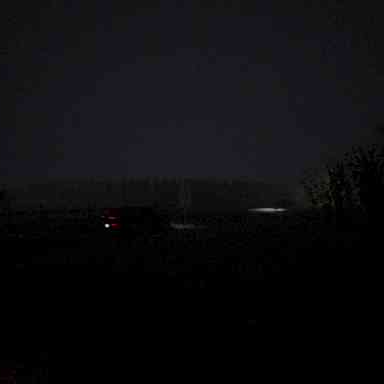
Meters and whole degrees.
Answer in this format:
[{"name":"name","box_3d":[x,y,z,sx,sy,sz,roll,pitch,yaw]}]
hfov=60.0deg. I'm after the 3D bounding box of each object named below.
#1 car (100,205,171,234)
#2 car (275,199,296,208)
[{"name":"car","box_3d":[-3.220,1.564,20.001,1.837,1.490,4.892,1,1,35]},{"name":"car","box_3d":[14.084,1.721,50.010,1.895,1.301,4.718,1,0,35]}]
